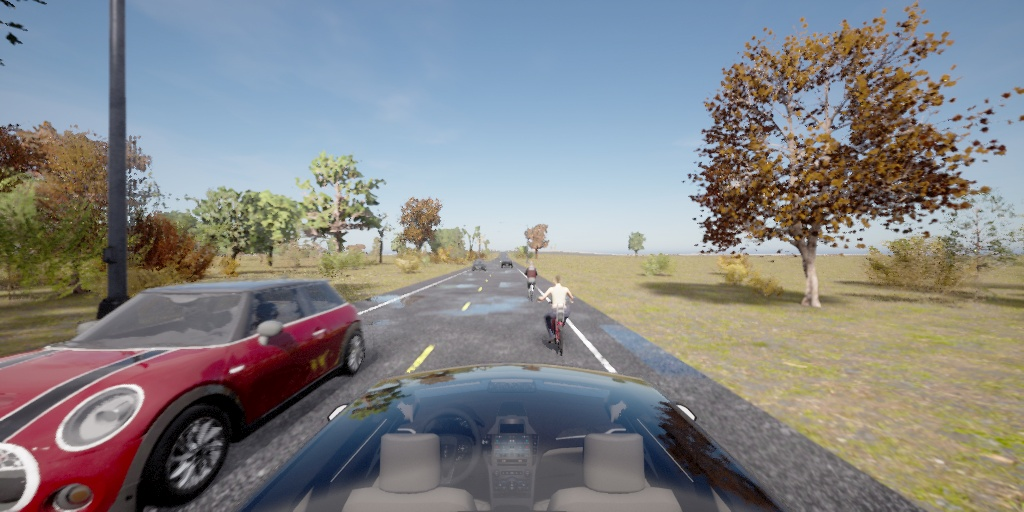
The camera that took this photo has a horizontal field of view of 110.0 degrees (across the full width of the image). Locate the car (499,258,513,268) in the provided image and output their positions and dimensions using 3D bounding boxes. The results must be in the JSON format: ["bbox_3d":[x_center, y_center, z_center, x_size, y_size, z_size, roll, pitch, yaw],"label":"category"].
[{"bbox_3d":[-0.833,1.234,60.623,1.882,1.535,5.008,0,0,-1],"label":"car"}]

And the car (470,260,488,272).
[{"bbox_3d":[-4.250,1.262,46.903,1.837,1.490,4.892,0,0,-1],"label":"car"}]

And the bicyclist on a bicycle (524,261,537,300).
[{"bbox_3d":[0.865,1.124,16.195,0.659,1.776,1.843,0,0,-1],"label":"bicyclist on a bicycle"}]

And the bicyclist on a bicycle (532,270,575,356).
[{"bbox_3d":[0.967,1.188,7.688,0.866,1.612,1.509,0,0,-1],"label":"bicyclist on a bicycle"}]

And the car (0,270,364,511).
[{"bbox_3d":[-3.615,1.103,4.345,2.097,1.767,4.553,0,0,0],"label":"car"}]
